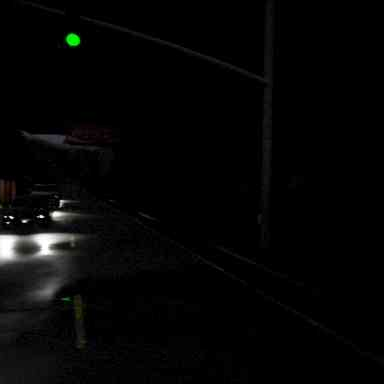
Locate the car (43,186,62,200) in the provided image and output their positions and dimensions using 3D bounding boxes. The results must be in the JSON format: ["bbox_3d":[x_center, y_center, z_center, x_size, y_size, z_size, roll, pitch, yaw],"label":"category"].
[{"bbox_3d":[-17.352,0.120,41.516,1.882,1.535,5.008,0,2,-20],"label":"car"}]

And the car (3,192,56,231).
[{"bbox_3d":[-7.953,0.933,16.423,1.837,1.490,4.892,0,2,-20],"label":"car"}]

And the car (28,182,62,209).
[{"bbox_3d":[-12.174,0.298,27.665,2.150,2.045,5.566,0,2,-20],"label":"car"}]
